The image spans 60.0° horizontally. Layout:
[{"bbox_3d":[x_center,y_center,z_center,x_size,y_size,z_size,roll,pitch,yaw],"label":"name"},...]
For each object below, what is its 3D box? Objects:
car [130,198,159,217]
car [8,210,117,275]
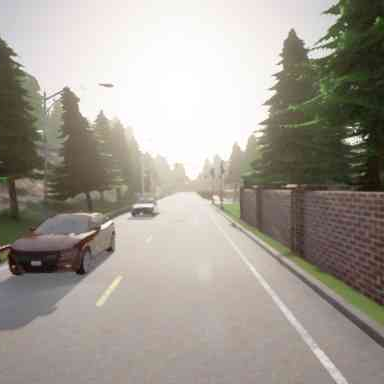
[{"bbox_3d":[-3.835,1.229,27.867,2.033,1.411,5.357,0,1,0],"label":"car"},{"bbox_3d":[-3.695,1.375,10.334,1.882,1.535,5.008,0,1,0],"label":"car"}]
